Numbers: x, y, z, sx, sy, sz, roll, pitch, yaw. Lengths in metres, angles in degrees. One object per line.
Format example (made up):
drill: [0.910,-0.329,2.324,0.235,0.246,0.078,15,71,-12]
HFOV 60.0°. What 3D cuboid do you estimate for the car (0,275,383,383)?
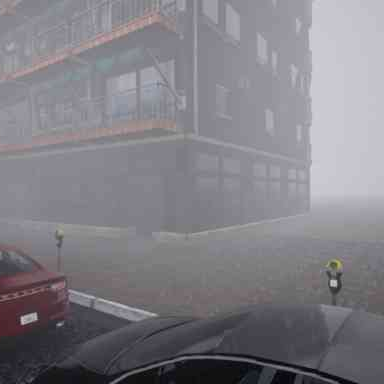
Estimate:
car: [0.611,1.566,2.439,4.313,1.339,1.947,0,0,35]

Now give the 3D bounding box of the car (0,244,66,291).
car: [-3.978,1.545,5.712,4.507,1.381,1.887,0,0,35]
